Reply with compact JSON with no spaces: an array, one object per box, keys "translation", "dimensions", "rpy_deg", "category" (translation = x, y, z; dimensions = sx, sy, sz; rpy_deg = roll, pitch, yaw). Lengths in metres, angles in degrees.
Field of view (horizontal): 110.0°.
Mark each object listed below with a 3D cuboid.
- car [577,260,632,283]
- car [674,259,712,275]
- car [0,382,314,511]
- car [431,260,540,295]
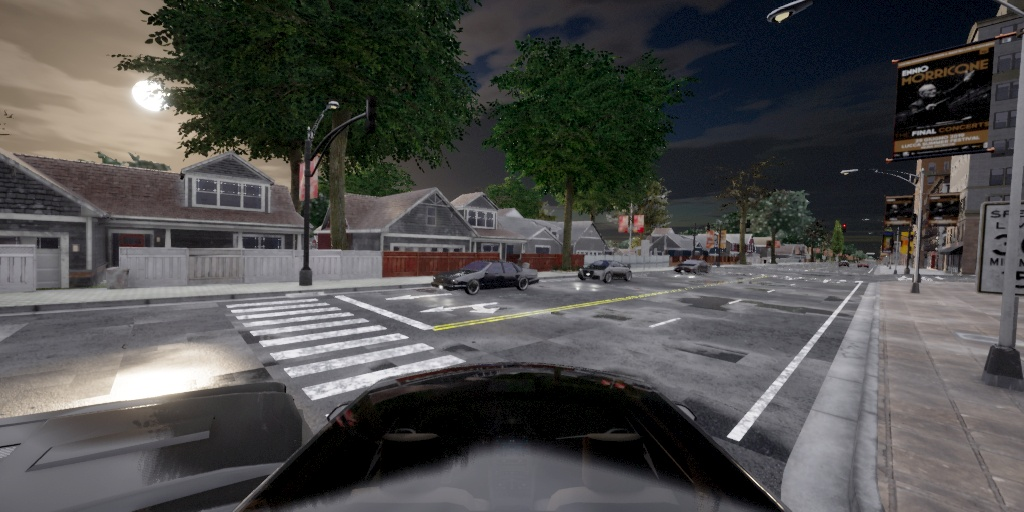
[{"translation":[6.145,0.963,23.546],"dimensions":[4.181,1.385,1.994],"rpy_deg":[0,2,-44],"category":"car"},{"translation":[17.514,1.033,34.523],"dimensions":[5.357,1.411,2.033],"rpy_deg":[1,2,-44],"category":"car"},{"translation":[-3.307,1.295,1.232],"dimensions":[4.718,1.301,1.895],"rpy_deg":[1,2,-34],"category":"car"},{"translation":[-1.010,0.897,16.590],"dimensions":[5.357,1.411,2.033],"rpy_deg":[0,2,-44],"category":"car"}]
